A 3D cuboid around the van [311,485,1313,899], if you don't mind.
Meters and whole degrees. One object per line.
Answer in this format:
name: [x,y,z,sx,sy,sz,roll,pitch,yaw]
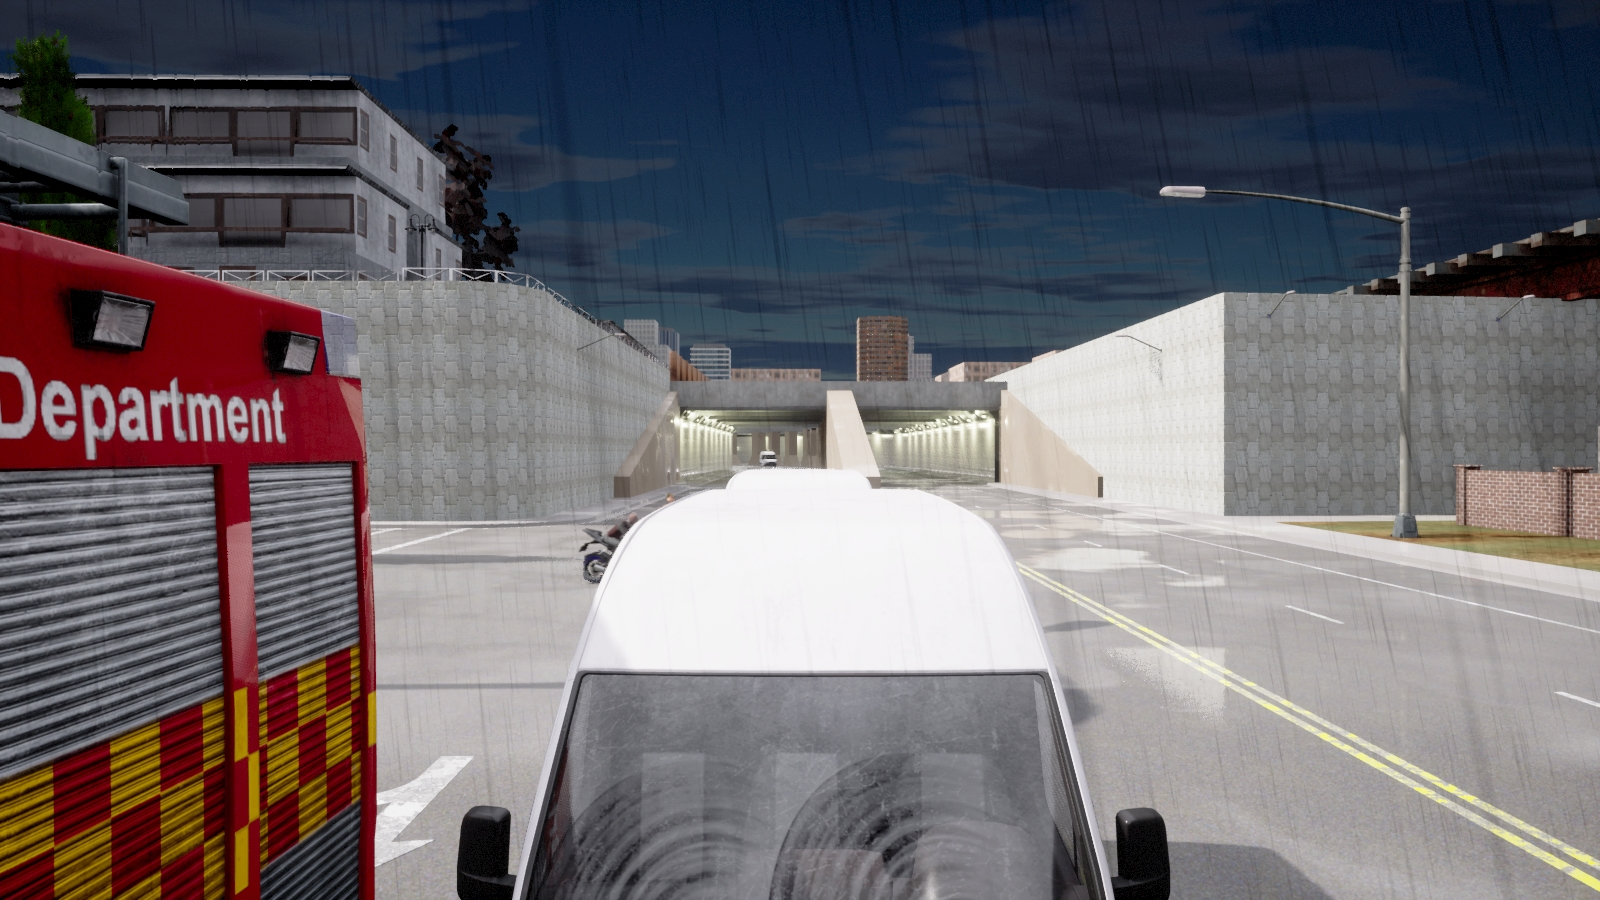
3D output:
van: [0.047,1.534,5.226,1.988,2.561,5.915,0,0,1]
